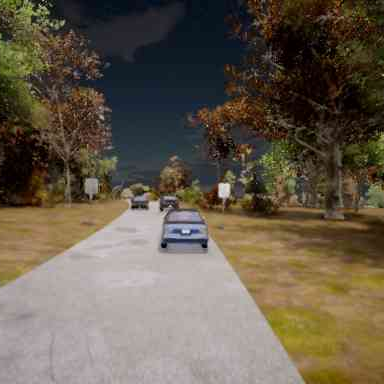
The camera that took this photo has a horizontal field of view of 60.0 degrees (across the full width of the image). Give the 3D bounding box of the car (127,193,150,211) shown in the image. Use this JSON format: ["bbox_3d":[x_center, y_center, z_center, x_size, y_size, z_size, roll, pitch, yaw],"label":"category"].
[{"bbox_3d":[-5.385,1.118,34.736,2.033,1.411,5.357,1,0,-8],"label":"car"}]

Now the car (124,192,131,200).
[{"bbox_3d":[-14.075,0.882,74.955,2.097,1.767,4.553,2,-1,-15],"label":"car"}]

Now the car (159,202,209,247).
[{"bbox_3d":[-0.374,1.407,14.268,2.033,1.411,5.357,1,1,-4],"label":"car"}]

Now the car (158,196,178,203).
[{"bbox_3d":[-2.443,1.139,34.739,1.837,1.490,4.892,1,0,-8],"label":"car"}]
